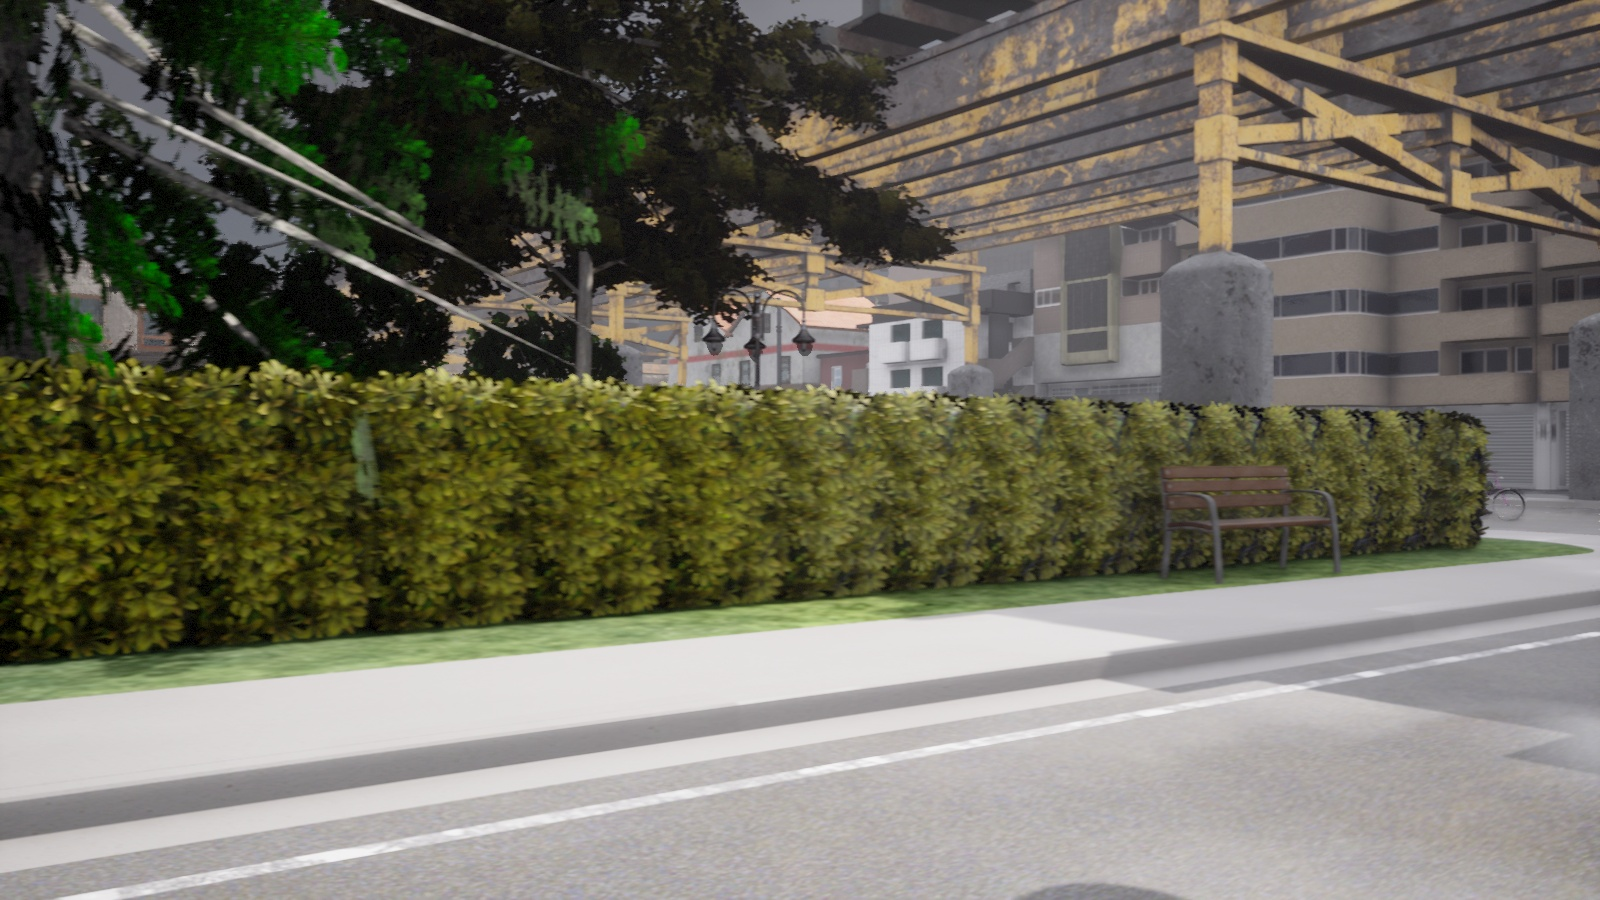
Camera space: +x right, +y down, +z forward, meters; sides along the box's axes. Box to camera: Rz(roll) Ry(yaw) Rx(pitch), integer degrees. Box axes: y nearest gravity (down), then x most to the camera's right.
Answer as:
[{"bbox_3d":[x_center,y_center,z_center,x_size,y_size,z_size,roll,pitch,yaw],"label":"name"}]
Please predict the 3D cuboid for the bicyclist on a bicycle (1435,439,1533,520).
[{"bbox_3d":[15.479,0.653,28.477,0.659,1.776,1.843,0,0,-35],"label":"bicyclist on a bicycle"}]
